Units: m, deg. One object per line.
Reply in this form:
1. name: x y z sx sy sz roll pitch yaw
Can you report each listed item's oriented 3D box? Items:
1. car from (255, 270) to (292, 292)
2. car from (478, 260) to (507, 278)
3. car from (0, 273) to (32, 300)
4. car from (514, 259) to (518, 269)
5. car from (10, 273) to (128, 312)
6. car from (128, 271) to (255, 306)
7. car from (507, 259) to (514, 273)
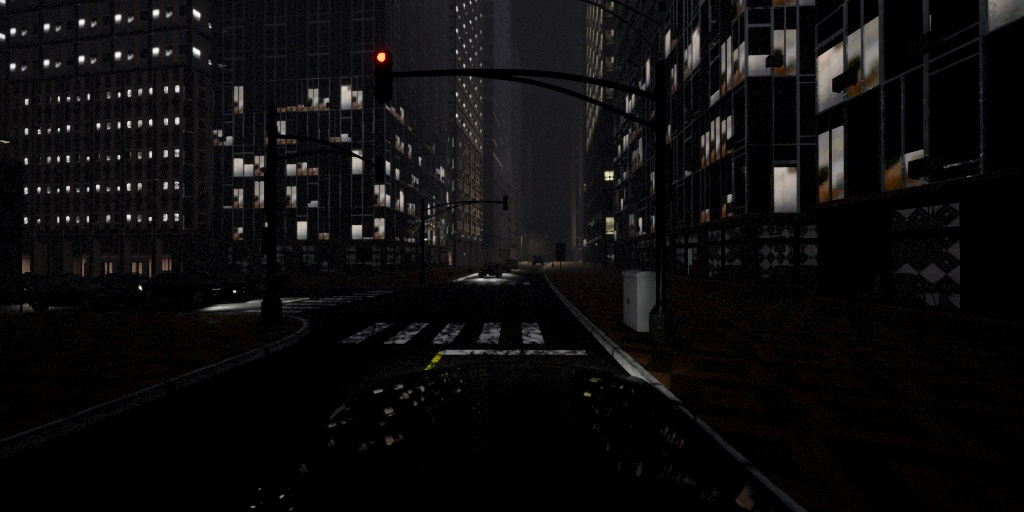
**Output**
1. car: -16.819 1.610 23.605 4.403 1.370 2.007 0 0 9
2. car: -1.946 1.281 34.256 2.033 1.411 5.357 0 0 4
3. car: -26.476 1.663 19.276 5.008 1.535 1.882 -1 0 9
4. car: -0.136 1.181 54.663 1.882 1.535 5.008 0 0 7
5. car: -18.130 1.567 15.327 4.403 1.370 2.007 0 0 9
6. car: -15.648 1.497 17.572 4.892 1.490 1.837 -1 0 10
7. car: -1.162 1.322 44.264 1.895 1.301 4.718 0 0 5
